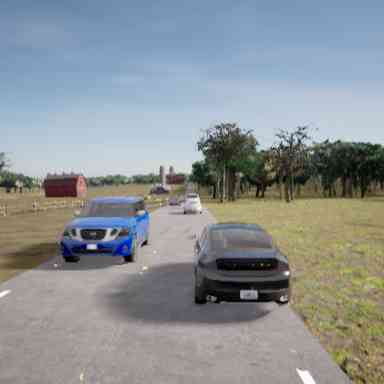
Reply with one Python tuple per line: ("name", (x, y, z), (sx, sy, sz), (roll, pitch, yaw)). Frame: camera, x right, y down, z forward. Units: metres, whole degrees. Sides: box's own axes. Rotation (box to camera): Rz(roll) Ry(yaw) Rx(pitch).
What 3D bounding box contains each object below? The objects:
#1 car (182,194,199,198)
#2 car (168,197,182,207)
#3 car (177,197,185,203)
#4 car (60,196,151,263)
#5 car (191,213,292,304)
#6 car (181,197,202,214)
("car", (0.062, 1.305, 47.357), (2.150, 2.045, 5.566), (0, -1, 1))
("car", (-2.791, 1.669, 54.957), (1.837, 1.490, 4.892), (0, -1, 0))
("car", (-2.691, 2.006, 82.121), (1.812, 1.442, 4.674), (0, -1, 0))
("car", (-2.842, 1.199, 12.201), (2.150, 2.045, 5.566), (0, 0, 0))
("car", (0.968, 1.487, 8.061), (1.837, 1.490, 4.892), (0, 0, 0))
("car", (0.096, 1.531, 35.714), (1.812, 1.442, 4.674), (0, 0, 0))
